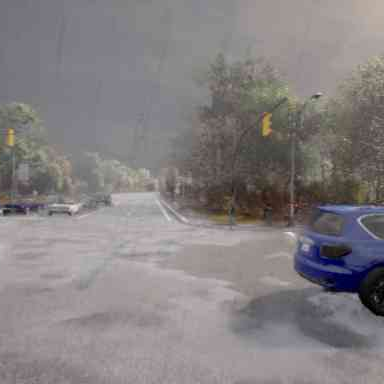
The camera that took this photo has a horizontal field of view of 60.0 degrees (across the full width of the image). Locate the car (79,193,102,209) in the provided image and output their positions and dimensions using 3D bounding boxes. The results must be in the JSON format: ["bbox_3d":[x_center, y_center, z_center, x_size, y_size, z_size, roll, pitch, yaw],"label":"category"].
[{"bbox_3d":[-12.159,1.173,38.291,2.128,1.511,4.902,1,0,-7],"label":"car"}]

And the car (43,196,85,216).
[{"bbox_3d":[-11.020,1.313,29.036,1.895,1.301,4.718,1,0,-7],"label":"car"}]

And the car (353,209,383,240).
[{"bbox_3d":[11.804,1.805,18.410,4.892,1.490,1.837,1,0,-4],"label":"car"}]

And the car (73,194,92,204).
[{"bbox_3d":[-17.484,1.107,53.319,1.994,1.385,4.181,1,0,-7],"label":"car"}]

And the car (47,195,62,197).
[{"bbox_3d":[-15.609,1.097,37.677,1.837,1.490,4.892,1,0,-7],"label":"car"}]

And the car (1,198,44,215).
[{"bbox_3d":[-14.492,1.224,28.609,1.895,1.301,4.718,1,0,-7],"label":"car"}]

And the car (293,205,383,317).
[{"bbox_3d":[5.109,1.356,7.336,5.566,2.045,2.150,2,0,-4],"label":"car"}]

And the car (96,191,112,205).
[{"bbox_3d":[-13.640,0.864,50.717,2.150,2.045,5.566,1,0,-6],"label":"car"}]
